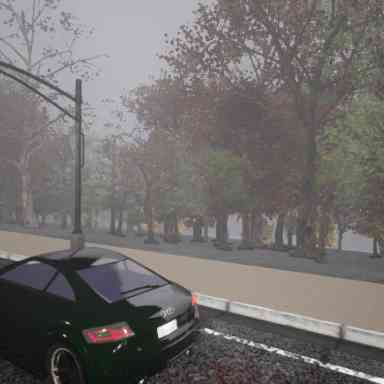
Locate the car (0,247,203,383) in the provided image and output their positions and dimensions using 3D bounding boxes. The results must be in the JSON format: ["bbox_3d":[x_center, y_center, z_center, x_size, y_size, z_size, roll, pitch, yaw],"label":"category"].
[{"bbox_3d":[-1.916,1.563,5.055,4.181,1.385,1.994,0,0,36],"label":"car"}]
